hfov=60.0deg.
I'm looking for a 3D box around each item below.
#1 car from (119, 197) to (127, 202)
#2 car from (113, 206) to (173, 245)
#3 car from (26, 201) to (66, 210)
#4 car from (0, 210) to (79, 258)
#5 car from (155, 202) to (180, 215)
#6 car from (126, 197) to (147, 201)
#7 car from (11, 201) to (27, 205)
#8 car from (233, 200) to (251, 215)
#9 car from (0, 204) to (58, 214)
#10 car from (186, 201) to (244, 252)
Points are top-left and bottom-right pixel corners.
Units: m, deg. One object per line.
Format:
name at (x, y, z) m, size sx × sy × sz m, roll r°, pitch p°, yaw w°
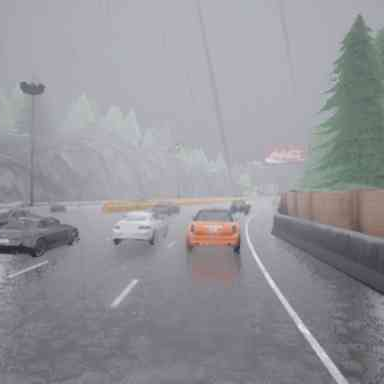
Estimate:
car at (-15.005, 1.817, 76.476) m, size 1.812 × 1.442 × 4.674 m, roll 0°, pitch 0°, yaw 19°
car at (-2.365, 1.636, 16.020) m, size 1.812 × 1.442 × 4.674 m, roll 0°, pitch 0°, yaw 6°
car at (-16.345, 1.780, 38.087) m, size 1.994 × 1.385 × 4.181 m, roll 0°, pitch 0°, yaw 14°
car at (-6.159, 1.638, 13.230) m, size 1.994 × 1.385 × 4.181 m, roll 0°, pitch 0°, yaw 5°
car at (-2.595, 1.739, 34.675) m, size 2.128 × 1.511 × 4.902 m, roll 0°, pitch 0°, yaw 13°
car at (-11.964, 2.002, 74.561) m, size 2.033 × 1.411 × 5.357 m, roll 0°, pitch 0°, yaw 19°
car at (-19.814, 1.732, 38.673) m, size 1.812 × 1.442 × 4.674 m, roll 0°, pitch -1°, yaw 14°
car at (5.630, 1.662, 38.412) m, size 2.097 × 1.767 × 4.553 m, roll 0°, pitch 0°, yaw 16°
car at (-9.246, 1.596, 17.295) m, size 1.837 × 1.490 × 4.892 m, roll 0°, pitch 0°, yaw 7°
car at (1.003, 1.466, 14.592) m, size 2.097 × 1.767 × 4.553 m, roll 0°, pitch 0°, yaw 6°
